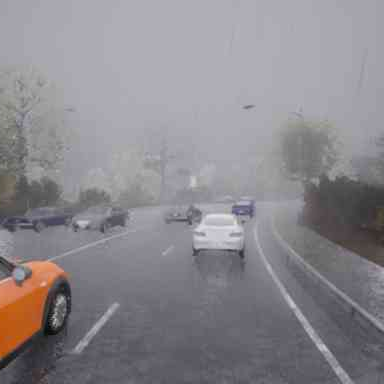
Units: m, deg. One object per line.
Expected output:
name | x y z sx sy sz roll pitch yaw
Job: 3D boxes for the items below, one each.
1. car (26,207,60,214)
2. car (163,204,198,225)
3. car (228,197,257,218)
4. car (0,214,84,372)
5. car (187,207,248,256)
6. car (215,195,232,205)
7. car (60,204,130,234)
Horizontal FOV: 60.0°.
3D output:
car | -8.733 1.572 19.523 1.895 1.301 4.718 0 0 10
car | -0.525 1.554 24.053 2.033 1.411 5.357 0 0 13
car | 4.871 1.510 30.718 1.882 1.535 5.008 0 0 16
car | -3.167 1.344 3.873 2.097 1.767 4.553 0 0 2
car | 1.114 1.536 13.066 1.812 1.442 4.674 0 0 7
car | 5.790 1.378 59.633 2.097 1.767 4.553 0 0 30
car | -5.176 1.478 19.377 2.128 1.511 4.902 0 0 10
